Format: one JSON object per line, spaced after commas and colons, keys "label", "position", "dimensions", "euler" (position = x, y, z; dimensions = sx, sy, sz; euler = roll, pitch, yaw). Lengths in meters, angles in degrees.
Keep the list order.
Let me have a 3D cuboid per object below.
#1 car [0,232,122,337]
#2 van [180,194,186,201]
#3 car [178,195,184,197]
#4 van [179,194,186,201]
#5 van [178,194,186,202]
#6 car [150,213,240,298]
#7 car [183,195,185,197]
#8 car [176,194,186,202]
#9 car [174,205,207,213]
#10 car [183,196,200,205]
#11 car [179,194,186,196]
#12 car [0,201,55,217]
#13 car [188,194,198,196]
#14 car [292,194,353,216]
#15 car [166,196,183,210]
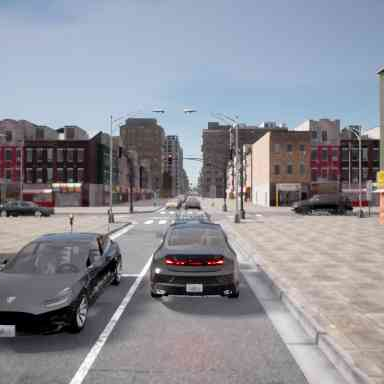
{"label": "car", "position": [-2.622, 1.567, 6.819], "dimensions": [1.947, 1.339, 4.313], "euler": [0, 0, 0]}
{"label": "van", "position": [-2.470, 1.560, 95.037], "dimensions": [1.690, 1.788, 3.998], "euler": [0, 0, 0]}
{"label": "car", "position": [-2.547, 1.609, 50.193], "dimensions": [1.887, 1.381, 4.507], "euler": [0, 0, 0]}
{"label": "van", "position": [-2.479, 1.537, 89.432], "dimensions": [1.690, 1.788, 3.998], "euler": [0, 0, 0]}
{"label": "van", "position": [-2.489, 1.515, 83.827], "dimensions": [1.690, 1.788, 3.998], "euler": [0, 0, 0]}
{"label": "car", "position": [0.085, 1.508, 8.496], "dimensions": [1.837, 1.490, 4.892], "euler": [0, 0, 1]}
{"label": "car", "position": [-2.538, 1.661, 55.799], "dimensions": [1.802, 1.307, 4.206], "euler": [0, 0, 0]}
{"label": "car", "position": [-2.499, 1.468, 78.221], "dimensions": [2.192, 1.841, 5.009], "euler": [0, 0, 0]}
{"label": "car", "position": [0.059, 1.610, 17.707], "dimensions": [1.895, 1.301, 4.718], "euler": [0, 0, 1]}
{"label": "car", "position": [0.144, 1.615, 44.975], "dimensions": [1.994, 1.385, 4.181], "euler": [0, 0, 0]}
{"label": "car", "position": [-2.519, 1.554, 67.010], "dimensions": [1.967, 1.590, 4.097], "euler": [0, 0, 0]}
{"label": "car", "position": [-14.713, 1.542, 29.512], "dimensions": [4.892, 1.490, 1.837], "euler": [0, 0, 0]}
{"label": "car", "position": [0.130, 1.616, 73.980], "dimensions": [1.882, 1.535, 5.008], "euler": [0, 0, 0]}
{"label": "car", "position": [12.623, 1.230, 32.377], "dimensions": [5.566, 2.045, 2.150], "euler": [0, 0, 0]}
{"label": "car", "position": [-2.557, 1.576, 44.419], "dimensions": [1.752, 1.417, 4.829], "euler": [0, 0, 0]}
